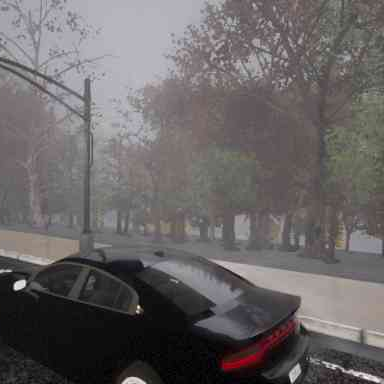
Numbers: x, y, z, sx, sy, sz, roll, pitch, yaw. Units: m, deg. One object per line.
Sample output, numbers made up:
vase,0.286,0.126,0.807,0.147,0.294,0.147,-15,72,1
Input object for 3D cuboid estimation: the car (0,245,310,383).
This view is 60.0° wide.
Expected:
car,-1.056,1.477,4.495,5.008,1.535,1.882,0,0,36
